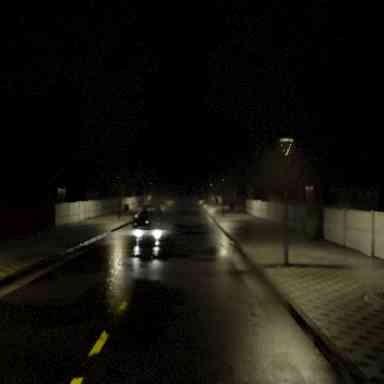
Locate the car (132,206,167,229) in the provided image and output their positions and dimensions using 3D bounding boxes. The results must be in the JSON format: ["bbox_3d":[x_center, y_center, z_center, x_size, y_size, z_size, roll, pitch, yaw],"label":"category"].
[{"bbox_3d":[-2.798,1.686,22.689,1.994,1.385,4.181,0,0,0],"label":"car"}]
